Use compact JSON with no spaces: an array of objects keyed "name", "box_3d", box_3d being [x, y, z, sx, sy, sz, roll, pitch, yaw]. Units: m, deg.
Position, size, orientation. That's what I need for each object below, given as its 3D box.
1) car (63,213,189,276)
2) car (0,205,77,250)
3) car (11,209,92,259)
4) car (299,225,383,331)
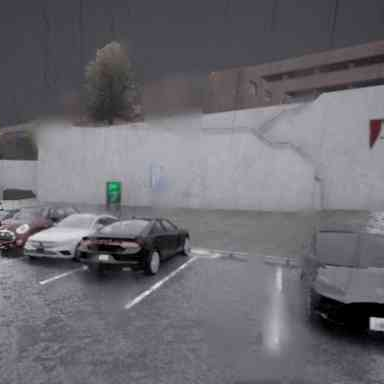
[{"name":"car","box_3d":[-1.513,1.490,10.555,2.097,1.535,5.008,0,-1,16]},{"name":"car","box_3d":[-6.384,1.362,14.078,2.185,1.767,4.553,1,-1,16]},{"name":"car","box_3d":[-3.950,1.530,12.305,2.002,1.452,4.674,1,-1,16]},{"name":"car","box_3d":[3.374,1.515,7.045,2.163,1.488,4.792,1,-1,15]}]
